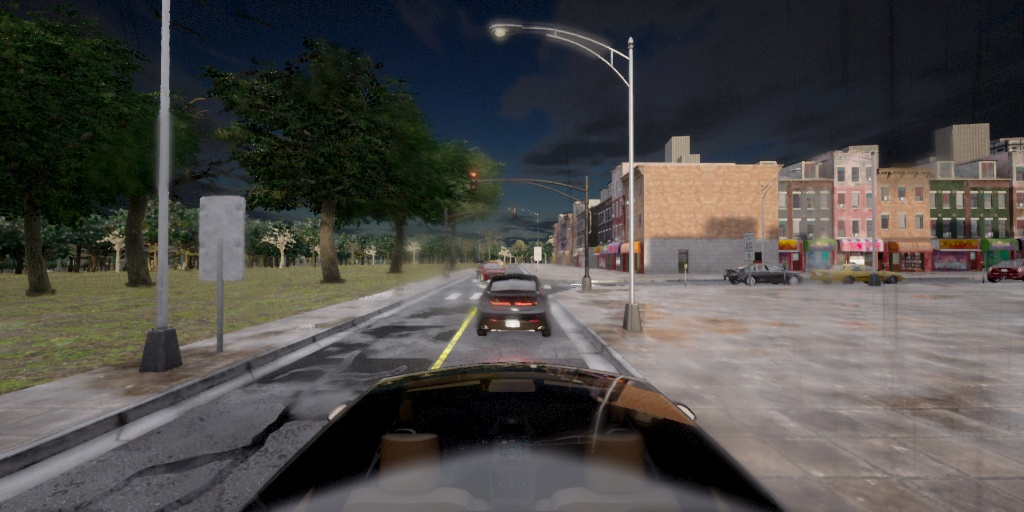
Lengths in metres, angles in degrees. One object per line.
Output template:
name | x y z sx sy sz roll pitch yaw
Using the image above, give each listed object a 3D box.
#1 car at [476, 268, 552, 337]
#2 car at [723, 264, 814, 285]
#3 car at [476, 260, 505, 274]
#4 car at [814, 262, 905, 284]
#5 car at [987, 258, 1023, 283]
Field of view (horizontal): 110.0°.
car | 0.104 1.261 10.382 1.837 1.490 4.892 0 0 2
car | 15.530 1.139 22.215 4.403 1.370 2.007 0 0 0
car | -1.736 1.263 29.116 1.882 1.535 5.008 -1 0 -14
car | 21.375 1.069 22.240 4.829 1.417 1.751 0 0 0
car | 32.553 0.900 22.286 4.097 1.591 1.967 0 0 0
